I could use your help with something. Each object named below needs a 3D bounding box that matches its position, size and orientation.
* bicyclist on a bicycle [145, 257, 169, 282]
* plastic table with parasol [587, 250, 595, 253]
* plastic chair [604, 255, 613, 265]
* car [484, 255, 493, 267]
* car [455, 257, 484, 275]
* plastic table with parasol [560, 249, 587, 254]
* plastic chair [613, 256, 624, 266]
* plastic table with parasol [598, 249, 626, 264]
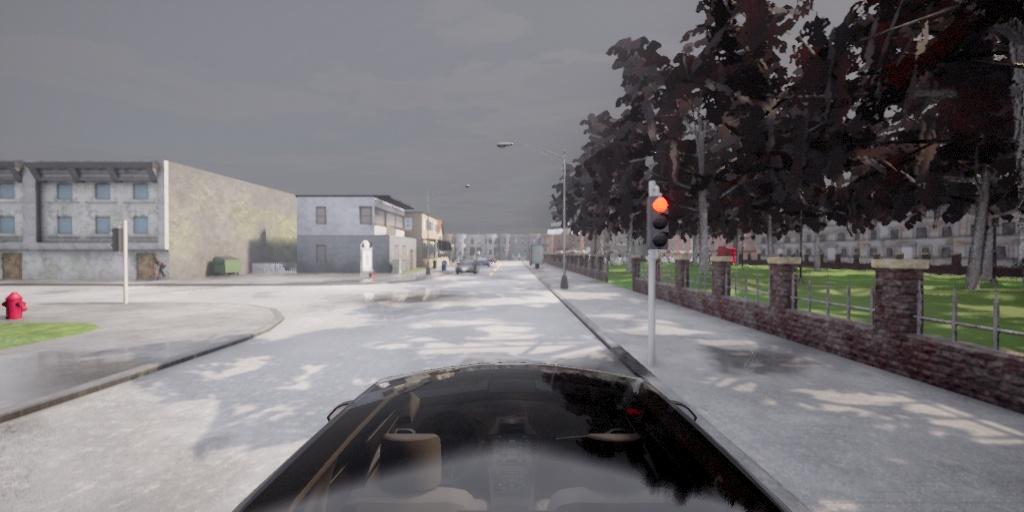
[{"bbox_3d":[-23.871,0.895,24.150,0.582,1.620,1.656,0,1,0],"label":"bicyclist on a bicycle"},{"bbox_3d":[14.644,0.114,63.252,2.482,2.480,2.482,0,0,-42],"label":"plastic table with parasol"},{"bbox_3d":[14.296,0.830,54.137,0.730,1.272,0.750,0,0,-35],"label":"plastic chair"},{"bbox_3d":[-4.098,0.833,50.443,1.812,1.442,4.674,0,0,0],"label":"car"},{"bbox_3d":[-4.108,0.951,33.502,2.128,1.511,4.902,0,1,0],"label":"car"},{"bbox_3d":[9.949,0.176,57.776,2.482,2.480,2.482,0,0,-40],"label":"plastic table with parasol"},{"bbox_3d":[16.003,0.821,54.041,0.750,1.272,0.730,0,0,-40],"label":"plastic chair"},{"bbox_3d":[15.269,0.210,55.039,2.482,2.480,2.482,0,0,-40],"label":"plastic table with parasol"}]
